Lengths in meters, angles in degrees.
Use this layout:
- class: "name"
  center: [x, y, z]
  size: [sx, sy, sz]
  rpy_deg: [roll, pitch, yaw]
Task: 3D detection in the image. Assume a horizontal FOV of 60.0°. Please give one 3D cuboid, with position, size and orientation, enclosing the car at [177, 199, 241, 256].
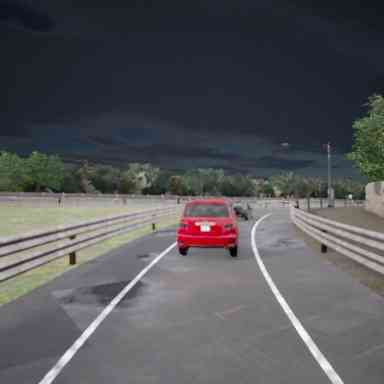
- class: "car"
  center: [0.813, 1.308, 13.712]
  size: [2.150, 2.045, 5.566]
  rpy_deg: [0, 0, 8]

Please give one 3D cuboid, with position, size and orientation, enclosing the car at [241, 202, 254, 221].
- class: "car"
  center: [4.082, 1.599, 28.357]
  size: [1.837, 1.490, 4.892]
  rpy_deg: [-1, 0, 18]
